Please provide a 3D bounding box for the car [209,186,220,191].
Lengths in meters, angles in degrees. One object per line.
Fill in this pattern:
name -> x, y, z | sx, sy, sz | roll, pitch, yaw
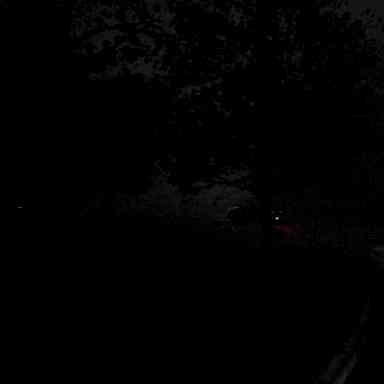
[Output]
car -> 5.419, -1.097, 94.407 | 2.163, 1.488, 4.792 | 0, 3, 21

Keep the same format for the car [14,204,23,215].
car -> -19.255, 1.664, 32.841 | 4.674, 1.442, 1.812 | 0, -1, -24

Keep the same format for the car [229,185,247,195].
car -> 10.320, -0.141, 74.237 | 1.882, 1.535, 5.008 | 0, 3, 21

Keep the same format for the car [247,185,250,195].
car -> 13.654, -0.141, 73.861 | 2.128, 1.511, 4.902 | 0, 3, 21

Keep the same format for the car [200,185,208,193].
car -> 1.541, -0.768, 84.065 | 2.435, 2.045, 5.566 | 0, 3, 21

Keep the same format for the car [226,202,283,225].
car -> 4.763, 1.629, 25.737 | 1.837, 1.490, 4.892 | 0, 0, -33

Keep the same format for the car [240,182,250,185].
car -> 14.014, -1.000, 83.944 | 2.097, 1.767, 4.553 | 0, 3, 21

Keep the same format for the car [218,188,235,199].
car -> 6.278, 0.579, 62.972 | 1.812, 1.442, 4.674 | 0, 3, 19

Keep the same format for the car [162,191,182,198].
car -> -4.384, 0.414, 68.326 | 1.946, 1.575, 5.366 | 0, 3, 21

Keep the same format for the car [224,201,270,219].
car -> 5.078, 1.677, 31.520 | 1.812, 1.442, 4.674 | 0, 0, -28
